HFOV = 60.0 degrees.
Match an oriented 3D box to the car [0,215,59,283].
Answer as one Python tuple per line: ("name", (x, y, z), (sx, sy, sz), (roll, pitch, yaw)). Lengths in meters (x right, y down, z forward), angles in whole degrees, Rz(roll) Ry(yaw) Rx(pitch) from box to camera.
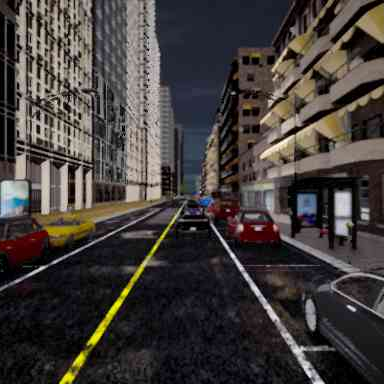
("car", (-5.712, 1.500, 9.565), (1.967, 1.590, 4.097), (0, 0, 0))

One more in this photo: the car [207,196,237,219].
("car", (2.619, 1.441, 26.535), (2.192, 1.841, 5.009), (0, 0, 0))

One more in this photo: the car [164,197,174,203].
("car", (-5.929, 1.893, 82.995), (1.967, 1.590, 4.097), (0, 0, 0))

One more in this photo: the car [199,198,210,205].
("car", (2.502, 1.905, 66.073), (1.947, 1.339, 4.313), (0, 0, 0))

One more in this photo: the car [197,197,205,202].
("car", (2.434, 2.011, 88.667), (1.887, 1.381, 4.507), (0, 0, 0))

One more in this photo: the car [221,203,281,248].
("car", (2.652, 1.510, 15.237), (1.967, 1.590, 4.097), (0, 0, 0))

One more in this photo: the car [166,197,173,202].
("car", (-5.945, 2.067, 88.642), (1.802, 1.307, 4.206), (0, 0, 0))

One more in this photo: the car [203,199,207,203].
("car", (2.586, 1.765, 37.831), (1.802, 1.307, 4.206), (0, 0, 0))

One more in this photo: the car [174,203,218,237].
("car", (0.048, 1.584, 18.544), (2.128, 1.511, 4.902), (0, 0, 0))

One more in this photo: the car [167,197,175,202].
("car", (-5.963, 2.083, 94.291), (1.947, 1.339, 4.313), (0, 0, 0))

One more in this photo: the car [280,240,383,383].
("car", (2.686, 1.564, 3.940), (2.008, 1.369, 4.403), (0, 0, 0))

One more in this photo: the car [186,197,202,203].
("car", (-0.018, 1.709, 40.780), (1.837, 1.490, 4.892), (0, 0, 0))

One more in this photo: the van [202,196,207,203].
("van", (2.518, 1.648, 60.425), (1.690, 1.788, 3.998), (0, 0, 0))

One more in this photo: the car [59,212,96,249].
("car", (-5.727, 1.612, 15.042), (1.752, 1.417, 4.829), (0, 0, 0))
